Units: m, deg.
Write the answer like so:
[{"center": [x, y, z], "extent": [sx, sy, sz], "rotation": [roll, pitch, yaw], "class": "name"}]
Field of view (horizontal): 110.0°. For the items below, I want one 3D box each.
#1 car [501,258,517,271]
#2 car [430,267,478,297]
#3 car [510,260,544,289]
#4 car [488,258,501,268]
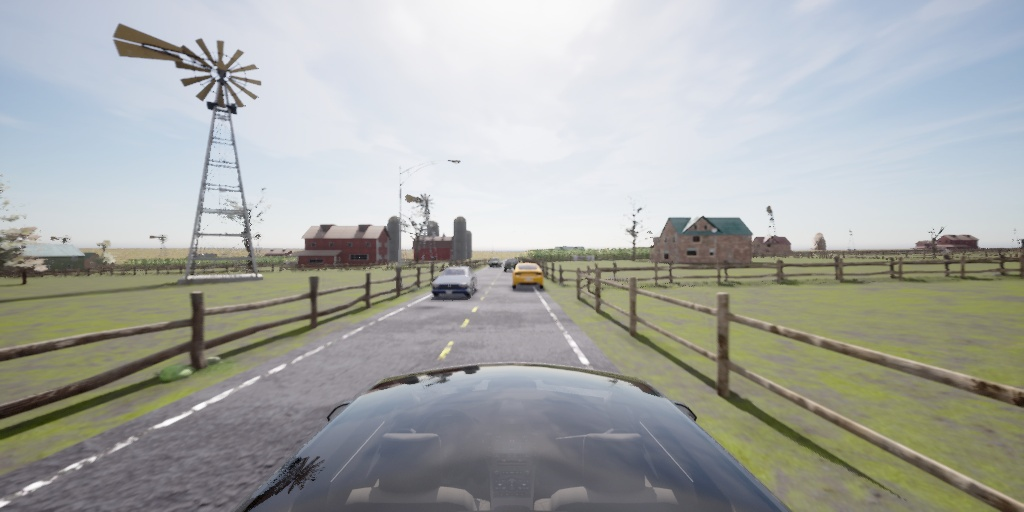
[{"center": [0.046, 1.076, 47.117], "extent": [2.097, 1.767, 4.553], "rotation": [0, 0, 0], "class": "car"}, {"center": [-2.852, 1.282, 18.955], "extent": [2.033, 1.411, 5.357], "rotation": [0, 0, 0], "class": "car"}, {"center": [0.960, 1.210, 23.274], "extent": [1.882, 1.535, 5.008], "rotation": [0, 0, 0], "class": "car"}, {"center": [-2.799, 1.078, 60.328], "extent": [2.097, 1.767, 4.553], "rotation": [0, 0, 1], "class": "car"}]
